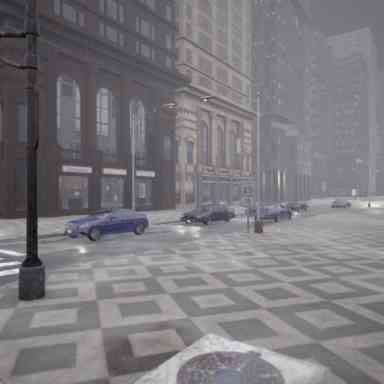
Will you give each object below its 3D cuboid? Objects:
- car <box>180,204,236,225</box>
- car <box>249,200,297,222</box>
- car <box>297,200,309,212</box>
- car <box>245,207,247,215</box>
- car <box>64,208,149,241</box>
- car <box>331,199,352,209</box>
[{"bbox_3d":[1.342,1.616,25.035,2.033,1.411,5.357,0,0,36],"label":"car"},{"bbox_3d":[6.634,1.602,26.919,1.812,1.442,4.674,0,0,36],"label":"car"},{"bbox_3d":[12.935,1.671,41.131,2.033,1.411,5.357,0,0,36],"label":"car"},{"bbox_3d":[7.036,1.697,32.971,1.895,1.301,4.718,0,0,36],"label":"car"},{"bbox_3d":[-4.252,1.565,17.221,1.812,1.442,4.674,0,0,37],"label":"car"},{"bbox_3d":[21.338,1.692,47.441,2.033,1.411,5.357,0,0,36],"label":"car"}]
